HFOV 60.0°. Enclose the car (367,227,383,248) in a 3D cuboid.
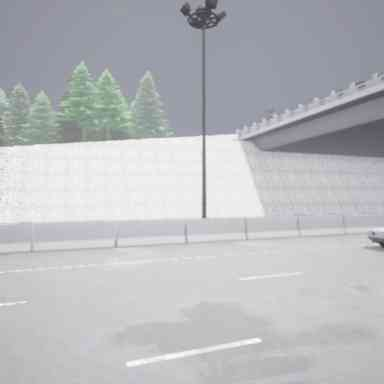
[{"bbox_3d":[10.102,1.807,14.468,4.718,1.301,1.895,0,-1,-22],"label":"car"}]
